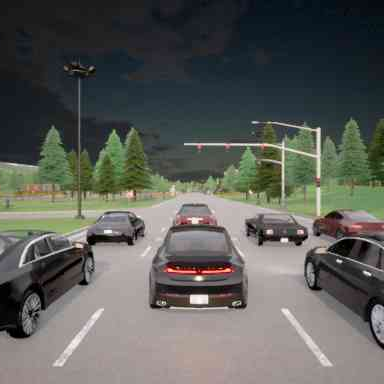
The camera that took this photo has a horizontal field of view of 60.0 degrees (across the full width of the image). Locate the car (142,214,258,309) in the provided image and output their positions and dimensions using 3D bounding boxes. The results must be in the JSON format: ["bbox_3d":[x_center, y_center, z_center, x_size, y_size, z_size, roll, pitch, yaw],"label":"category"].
[{"bbox_3d":[0.118,1.505,7.851,1.837,1.490,4.892,0,0,0],"label":"car"}]

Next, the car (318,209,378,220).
[{"bbox_3d":[7.132,1.526,15.327,1.812,1.442,4.674,0,0,0],"label":"car"}]

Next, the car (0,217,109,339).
[{"bbox_3d":[-3.385,1.491,6.558,2.128,1.511,4.902,0,0,0],"label":"car"}]

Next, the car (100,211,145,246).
[{"bbox_3d":[-3.367,1.564,15.363,1.994,1.385,4.181,0,0,0],"label":"car"}]

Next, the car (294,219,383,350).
[{"bbox_3d":[3.614,1.505,6.150,1.837,1.490,4.892,0,0,0],"label":"car"}]

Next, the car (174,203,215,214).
[{"bbox_3d":[0.135,1.352,16.988,2.097,1.767,4.553,0,0,0],"label":"car"}]

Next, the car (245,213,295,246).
[{"bbox_3d":[3.632,1.601,15.251,1.895,1.301,4.718,0,0,0],"label":"car"}]
